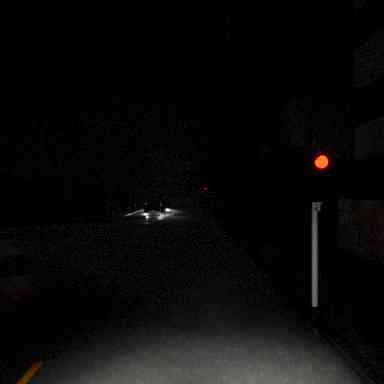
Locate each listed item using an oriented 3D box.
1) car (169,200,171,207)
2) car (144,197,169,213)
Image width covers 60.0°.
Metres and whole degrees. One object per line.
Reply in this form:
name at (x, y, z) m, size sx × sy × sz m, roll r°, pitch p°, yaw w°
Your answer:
car at (-4.116, 1.601, 47.636) m, size 1.895 × 1.301 × 4.718 m, roll 0°, pitch 0°, yaw 0°
car at (-4.127, 1.352, 37.574) m, size 2.097 × 1.767 × 4.553 m, roll 0°, pitch 0°, yaw 0°
